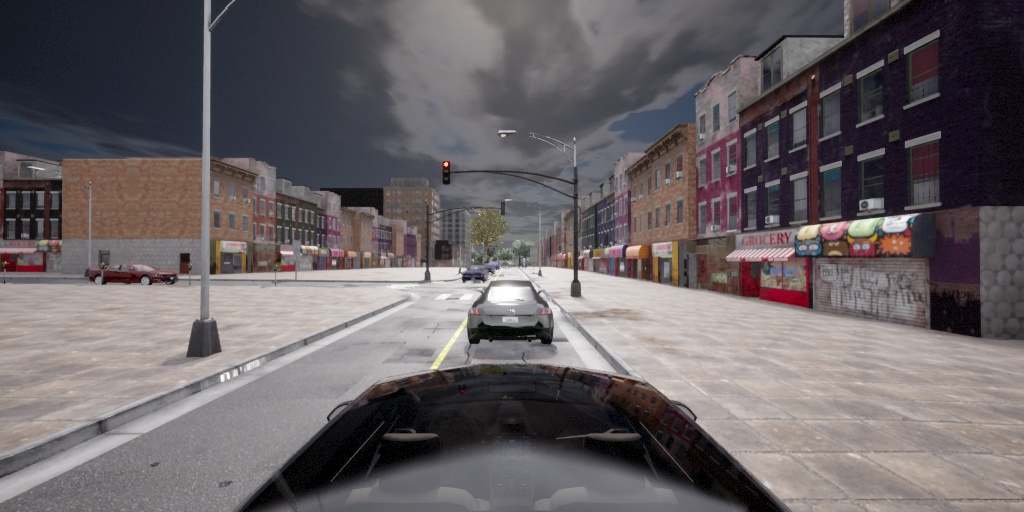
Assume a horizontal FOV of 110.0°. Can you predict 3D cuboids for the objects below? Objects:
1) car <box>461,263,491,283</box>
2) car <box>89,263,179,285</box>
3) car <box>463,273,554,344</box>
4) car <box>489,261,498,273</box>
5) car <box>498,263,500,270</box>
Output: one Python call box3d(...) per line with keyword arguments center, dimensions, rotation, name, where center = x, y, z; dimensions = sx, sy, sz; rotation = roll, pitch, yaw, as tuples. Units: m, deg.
box3d(center=(-2.998, 1.466, 29.513), dimensions=(1.895, 1.301, 4.718), rotation=(0, -1, 0), name="car")
box3d(center=(-23.352, 1.118, 22.232), dimensions=(4.507, 1.381, 1.888), rotation=(0, 0, 0), name="car")
box3d(center=(-0.036, 1.325, 9.612), dimensions=(1.994, 1.385, 4.181), rotation=(0, 0, 0), name="car")
box3d(center=(-3.087, 1.597, 43.931), dimensions=(1.895, 1.301, 4.718), rotation=(0, 0, -1), name="car")
box3d(center=(-3.153, 1.646, 61.427), dimensions=(1.882, 1.535, 5.008), rotation=(0, -1, 0), name="car")
